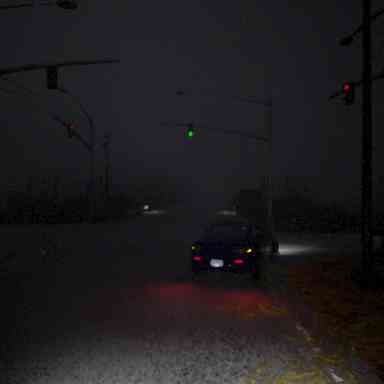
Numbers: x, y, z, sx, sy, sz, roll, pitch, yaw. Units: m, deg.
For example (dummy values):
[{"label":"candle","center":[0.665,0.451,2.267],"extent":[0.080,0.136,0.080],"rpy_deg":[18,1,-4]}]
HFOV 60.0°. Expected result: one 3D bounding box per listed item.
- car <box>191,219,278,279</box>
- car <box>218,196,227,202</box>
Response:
[{"label":"car","center":[1.394,1.539,10.162],"extent":[1.812,1.442,4.674],"rpy_deg":[-1,0,20]},{"label":"car","center":[6.476,1.557,71.413],"extent":[1.895,1.301,4.718],"rpy_deg":[0,-1,6]}]
